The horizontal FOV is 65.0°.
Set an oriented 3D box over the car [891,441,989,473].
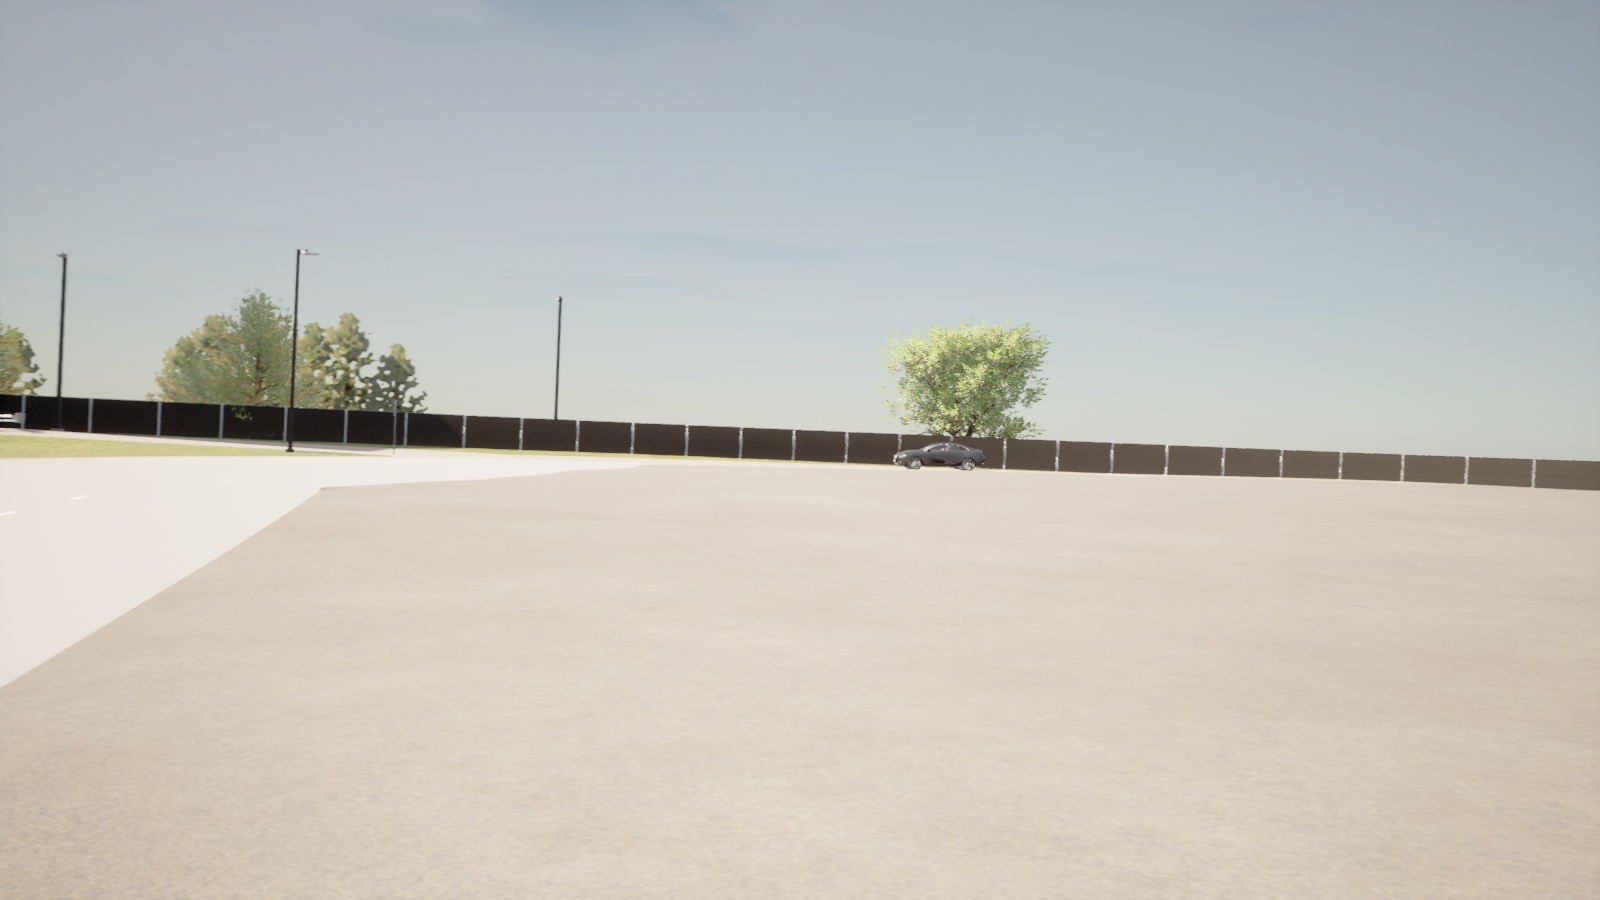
[{"bbox_3d":[7.531,0.387,67.706,4.902,1.511,2.128,2,-1,-4],"label":"car"}]
